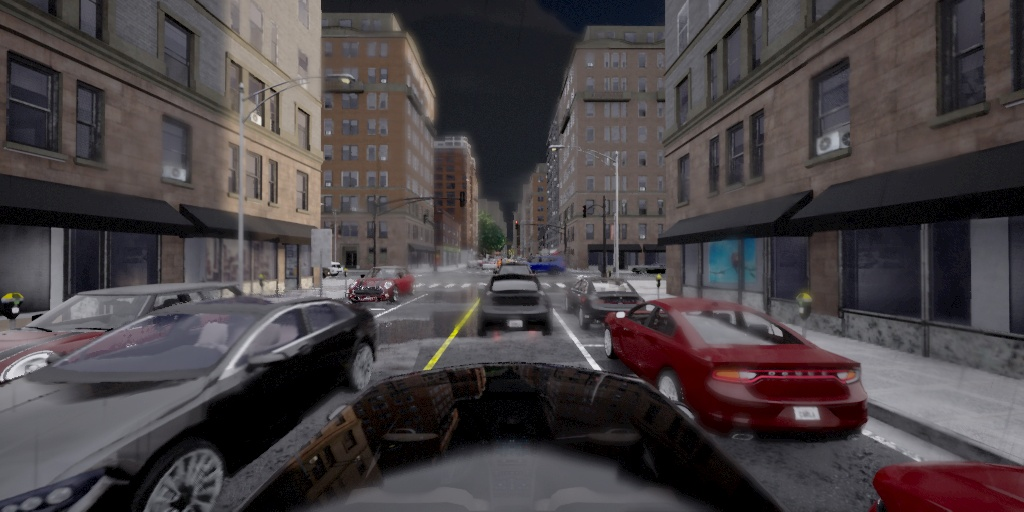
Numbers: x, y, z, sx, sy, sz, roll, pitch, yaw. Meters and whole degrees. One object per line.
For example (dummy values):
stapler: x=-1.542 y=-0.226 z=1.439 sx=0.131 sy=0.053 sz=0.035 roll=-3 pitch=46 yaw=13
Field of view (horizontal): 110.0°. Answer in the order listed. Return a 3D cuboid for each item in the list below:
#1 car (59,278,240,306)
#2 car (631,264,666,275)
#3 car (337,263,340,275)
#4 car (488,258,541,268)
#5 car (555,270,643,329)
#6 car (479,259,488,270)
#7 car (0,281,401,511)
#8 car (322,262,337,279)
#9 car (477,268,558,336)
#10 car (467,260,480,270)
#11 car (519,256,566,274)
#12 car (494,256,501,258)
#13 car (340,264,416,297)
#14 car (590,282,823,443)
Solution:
car: x=-5.852 y=1.190 z=5.484 sx=1.967 sy=1.591 sz=4.097 roll=0 pitch=0 yaw=0
car: x=15.629 y=1.477 z=39.339 sx=4.718 sy=1.301 sz=1.895 roll=0 pitch=0 yaw=0
car: x=-18.369 y=0.893 z=32.491 sx=5.566 sy=2.045 sz=2.150 roll=0 pitch=0 yaw=-1
car: x=0.119 y=1.108 z=17.809 sx=2.097 sy=1.767 sz=4.553 roll=0 pitch=0 yaw=0
car: x=2.682 y=1.303 z=10.970 sx=2.007 sy=1.370 sz=4.403 roll=0 pitch=0 yaw=0
car: x=-3.129 y=1.389 z=50.846 sx=1.895 sy=1.301 sz=4.718 roll=0 pitch=0 yaw=0
car: x=-3.088 y=1.242 z=3.897 sx=2.128 sy=1.511 sz=4.902 roll=0 pitch=0 yaw=0
car: x=-17.478 y=1.127 z=29.248 sx=5.008 sy=1.535 sz=1.882 roll=0 pitch=0 yaw=-2
car: x=0.056 y=1.257 z=10.361 sx=1.837 sy=1.490 sz=4.892 roll=0 pitch=0 yaw=-1
car: x=-5.915 y=1.344 z=54.831 sx=2.007 sy=1.370 sz=4.403 roll=0 pitch=0 yaw=0
car: x=2.650 y=0.984 z=36.027 sx=5.566 sy=2.045 sz=2.150 roll=0 pitch=0 yaw=0
car: x=-3.178 y=1.158 z=60.818 sx=2.097 sy=1.767 sz=4.553 roll=0 pitch=0 yaw=0
car: x=-5.836 y=1.194 z=16.470 sx=1.967 sy=1.591 sz=4.097 roll=0 pitch=0 yaw=0
car: x=2.675 y=1.296 z=5.479 sx=1.888 sy=1.381 sz=4.507 roll=0 pitch=0 yaw=0
